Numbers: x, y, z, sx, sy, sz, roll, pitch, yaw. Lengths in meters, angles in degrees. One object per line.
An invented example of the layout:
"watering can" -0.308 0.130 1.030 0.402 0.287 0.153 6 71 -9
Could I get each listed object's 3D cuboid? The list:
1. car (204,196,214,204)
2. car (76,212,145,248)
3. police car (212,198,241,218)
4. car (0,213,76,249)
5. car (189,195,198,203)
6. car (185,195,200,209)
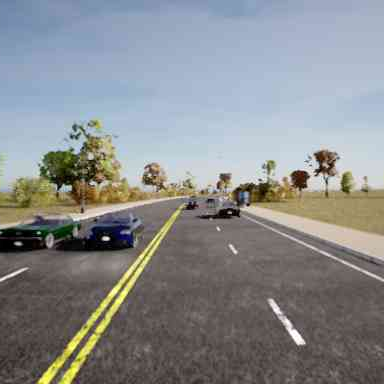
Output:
"car" 3.391 1.540 61.885 2.128 1.511 4.902 0 0 1
"car" -3.258 1.574 14.562 1.994 1.385 4.181 0 0 0
"police car" 3.241 1.577 30.772 2.038 1.542 4.974 0 1 0
"car" -6.506 1.636 14.685 1.895 1.301 4.718 0 0 0
"car" 0.394 1.512 70.947 1.837 1.490 4.892 0 0 2
"car" 0.090 1.559 45.908 2.033 1.411 5.357 0 0 0
